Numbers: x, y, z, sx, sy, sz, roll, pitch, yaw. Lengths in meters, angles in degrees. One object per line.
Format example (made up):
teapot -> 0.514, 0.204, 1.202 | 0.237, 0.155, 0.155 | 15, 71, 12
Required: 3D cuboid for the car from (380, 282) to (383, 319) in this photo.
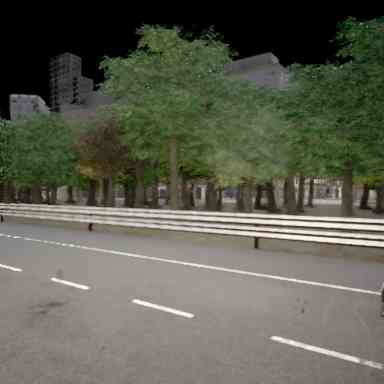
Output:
car -> 5.305, 1.500, 4.386 | 4.902, 1.511, 2.128 | 0, 0, 35
